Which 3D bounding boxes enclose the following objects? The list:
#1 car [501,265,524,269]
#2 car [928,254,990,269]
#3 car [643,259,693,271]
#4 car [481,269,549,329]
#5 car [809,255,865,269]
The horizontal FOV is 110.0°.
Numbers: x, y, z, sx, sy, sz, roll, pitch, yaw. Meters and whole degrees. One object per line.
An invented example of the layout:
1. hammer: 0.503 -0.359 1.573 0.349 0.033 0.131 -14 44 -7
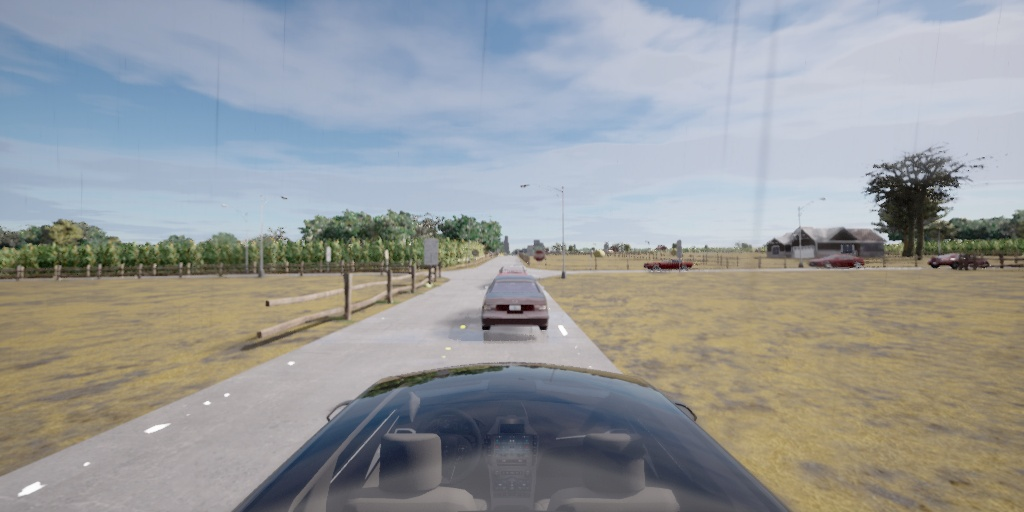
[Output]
1. car: 0.042 1.267 23.496 1.895 1.301 4.718 0 1 0
2. car: 44.230 0.513 35.588 4.674 1.442 1.812 -1 -1 0
3. car: 16.627 0.929 38.427 4.718 1.301 1.895 -1 -1 0
4. car: 0.080 1.294 11.184 2.033 1.411 5.357 0 0 0
5. car: 34.742 0.615 38.449 5.008 1.535 1.882 -1 -1 0
